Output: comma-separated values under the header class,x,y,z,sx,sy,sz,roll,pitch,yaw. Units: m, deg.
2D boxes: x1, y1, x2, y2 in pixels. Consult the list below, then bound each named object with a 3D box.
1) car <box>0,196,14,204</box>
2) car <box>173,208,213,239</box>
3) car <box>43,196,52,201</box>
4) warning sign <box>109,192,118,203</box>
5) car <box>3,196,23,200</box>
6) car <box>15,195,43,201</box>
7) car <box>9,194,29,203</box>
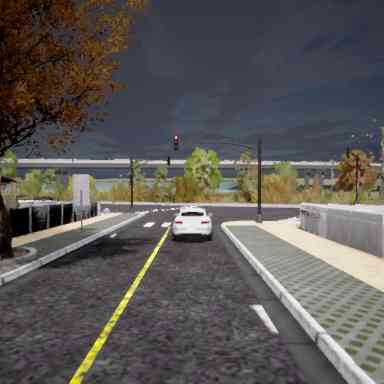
class,x,y,z,sx,sy,sz,roll,pitch,yaw
car,-40.872,1.720,72.047,4.902,1.511,2.128,-1,2,36
car,0.079,1.520,17.122,1.812,1.442,4.674,0,0,2
car,-29.632,1.548,63.877,4.553,1.767,2.097,-1,2,36
warning sign,-14.247,0.995,60.260,1.060,1.860,1.300,2,1,36
car,-31.744,1.875,57.339,5.008,1.535,1.882,0,2,37
car,-29.533,1.762,59.769,5.008,1.535,1.882,0,2,36
car,-38.943,1.440,74.653,4.553,1.767,2.097,-1,2,36
